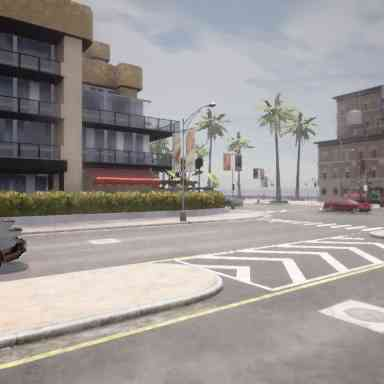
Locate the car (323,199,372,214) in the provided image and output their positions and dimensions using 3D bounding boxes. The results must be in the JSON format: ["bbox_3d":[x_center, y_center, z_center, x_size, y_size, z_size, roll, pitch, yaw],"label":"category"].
[{"bbox_3d":[16.696,1.477,35.951,1.882,1.535,5.008,0,0,-35],"label":"car"}]

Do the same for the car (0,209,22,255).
[{"bbox_3d":[-8.898,1.492,11.773,4.902,1.511,2.128,0,0,-35],"label":"car"}]

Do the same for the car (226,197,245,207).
[{"bbox_3d":[5.972,1.505,51.303,1.837,1.490,4.892,0,0,-35],"label":"car"}]

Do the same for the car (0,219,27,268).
[{"bbox_3d":[-7.086,1.492,8.770,4.902,1.511,2.128,0,0,-36],"label":"car"}]
